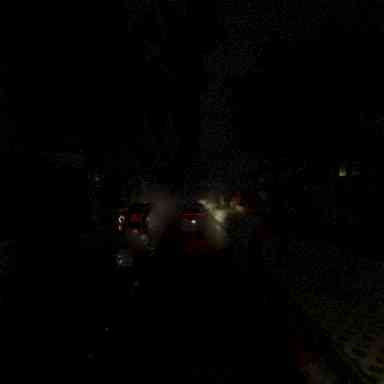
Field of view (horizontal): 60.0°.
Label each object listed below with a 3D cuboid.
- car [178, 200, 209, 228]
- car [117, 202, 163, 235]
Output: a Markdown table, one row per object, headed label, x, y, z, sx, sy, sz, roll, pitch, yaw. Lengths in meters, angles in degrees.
| label | x | y | z | sx | sy | sz | roll | pitch | yaw |
| --- | --- | --- | --- | --- | --- | --- | --- | --- | --- |
| car | 0.110 | 1.550 | 22.586 | 1.837 | 1.490 | 4.892 | 0 | 0 | 0 |
| car | -2.839 | 1.392 | 18.950 | 2.097 | 1.767 | 4.553 | 0 | 0 | 0 |
